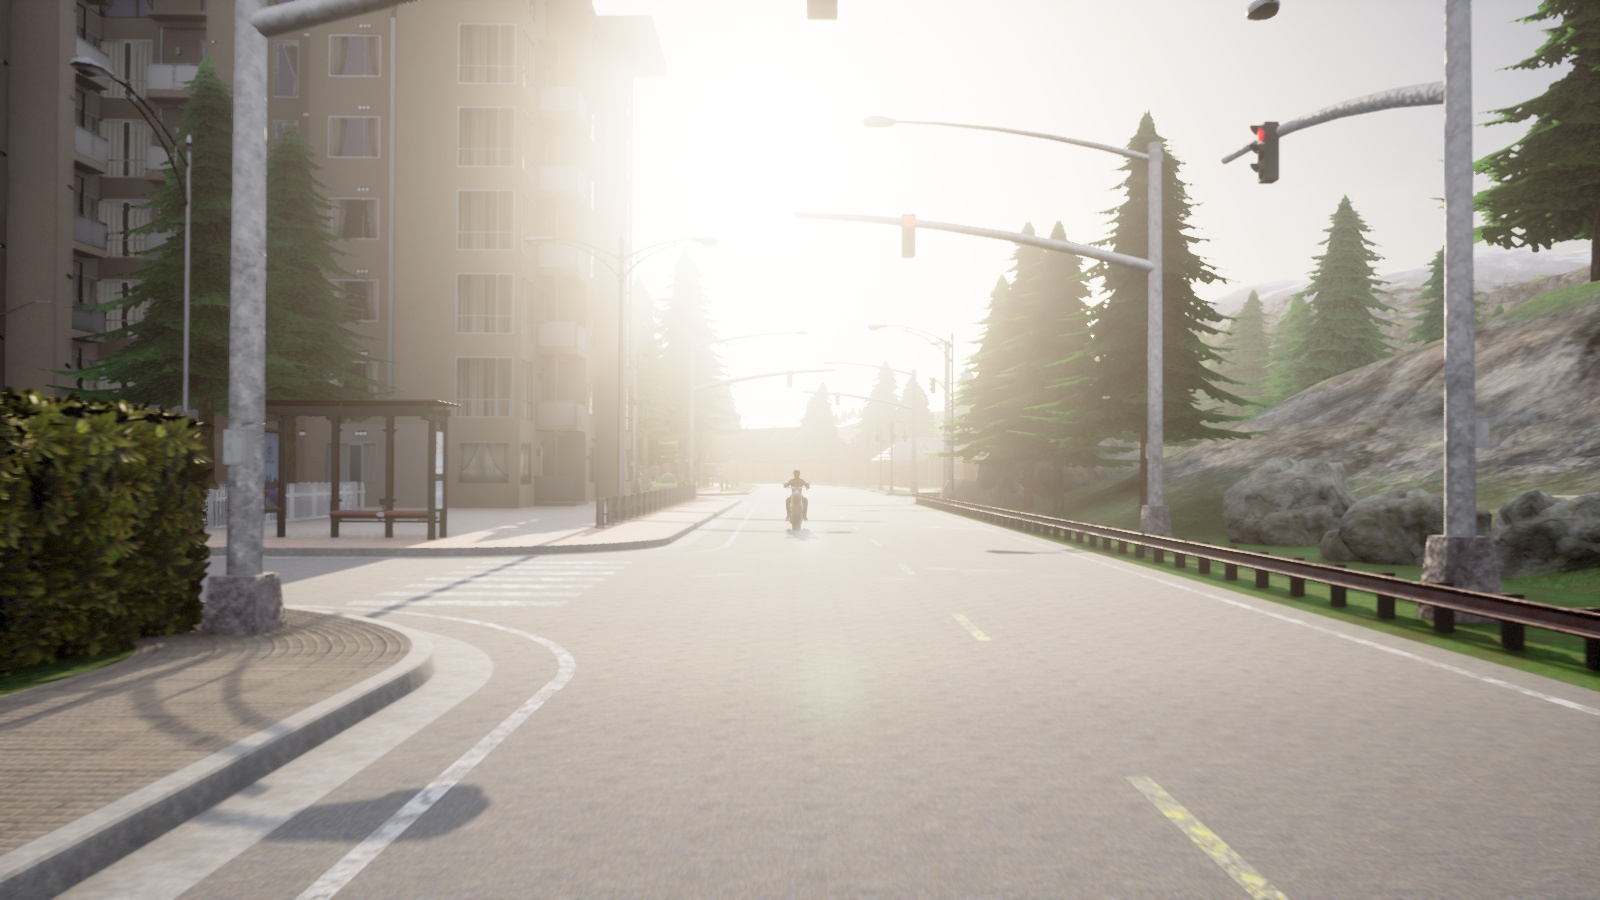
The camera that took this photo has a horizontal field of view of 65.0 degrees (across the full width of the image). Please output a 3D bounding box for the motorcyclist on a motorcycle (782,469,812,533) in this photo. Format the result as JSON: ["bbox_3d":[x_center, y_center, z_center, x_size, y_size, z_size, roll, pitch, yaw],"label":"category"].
[{"bbox_3d":[-0.078,1.326,33.505,0.766,1.649,2.350,0,-1,0],"label":"motorcyclist on a motorcycle"}]
